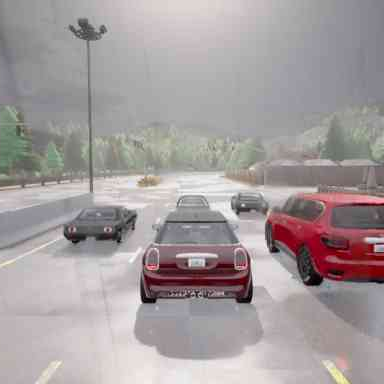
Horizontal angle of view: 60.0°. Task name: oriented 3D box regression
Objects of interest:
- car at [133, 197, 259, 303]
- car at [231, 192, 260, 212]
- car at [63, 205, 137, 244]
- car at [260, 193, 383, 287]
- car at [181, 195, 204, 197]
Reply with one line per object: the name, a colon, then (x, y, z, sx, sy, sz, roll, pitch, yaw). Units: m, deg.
car: (0.078, 1.191, 8.013, 2.097, 1.767, 4.553, 0, 2, 0)
car: (3.556, 0.646, 21.241, 1.895, 1.301, 4.718, 0, 4, 1)
car: (-3.446, 1.172, 13.494, 1.895, 1.301, 4.718, 0, 4, 0)
car: (3.574, 1.026, 8.960, 2.150, 2.045, 5.566, 0, 3, 0)
car: (0.037, 0.857, 17.395, 2.033, 1.411, 5.357, 0, 4, 0)
